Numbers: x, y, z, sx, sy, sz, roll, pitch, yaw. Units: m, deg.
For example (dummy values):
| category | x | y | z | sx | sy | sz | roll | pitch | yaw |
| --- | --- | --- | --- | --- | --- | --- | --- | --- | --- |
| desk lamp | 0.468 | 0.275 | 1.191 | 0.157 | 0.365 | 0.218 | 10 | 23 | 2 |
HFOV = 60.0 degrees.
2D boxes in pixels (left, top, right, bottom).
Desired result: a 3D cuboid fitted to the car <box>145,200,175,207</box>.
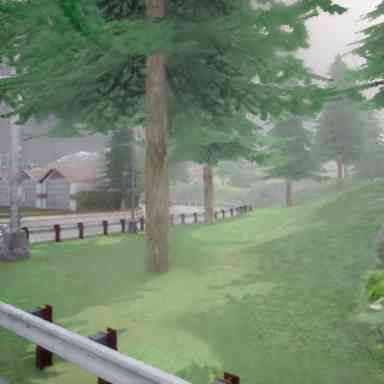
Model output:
| category | x | y | z | sx | sy | sz | roll | pitch | yaw |
| --- | --- | --- | --- | --- | --- | --- | --- | --- | --- |
| car | -4.271 | 1.246 | 43.594 | 4.674 | 1.442 | 1.812 | 1 | 0 | 41 |
